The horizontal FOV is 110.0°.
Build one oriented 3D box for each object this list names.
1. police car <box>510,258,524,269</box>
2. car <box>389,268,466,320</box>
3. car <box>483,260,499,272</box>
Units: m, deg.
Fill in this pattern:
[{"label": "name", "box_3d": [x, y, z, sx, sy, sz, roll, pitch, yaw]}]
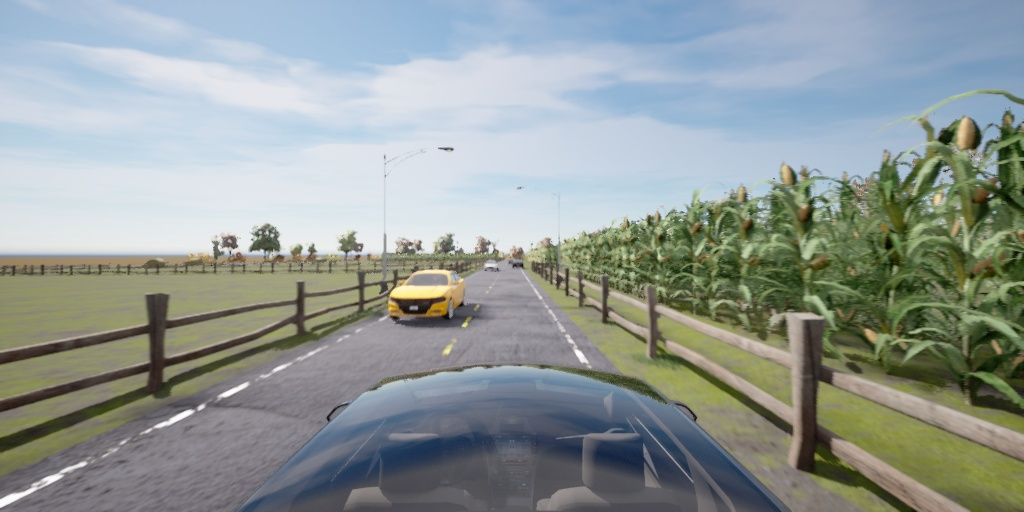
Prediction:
[{"label": "police car", "box_3d": [0.988, 1.257, 60.310, 1.930, 1.638, 5.238, 0, 0, 0]}, {"label": "car", "box_3d": [-2.826, 1.240, 12.876, 1.882, 1.535, 5.008, 0, 0, 0]}, {"label": "car", "box_3d": [-2.806, 1.339, 49.044, 1.812, 1.442, 4.674, 0, 0, 0]}]
